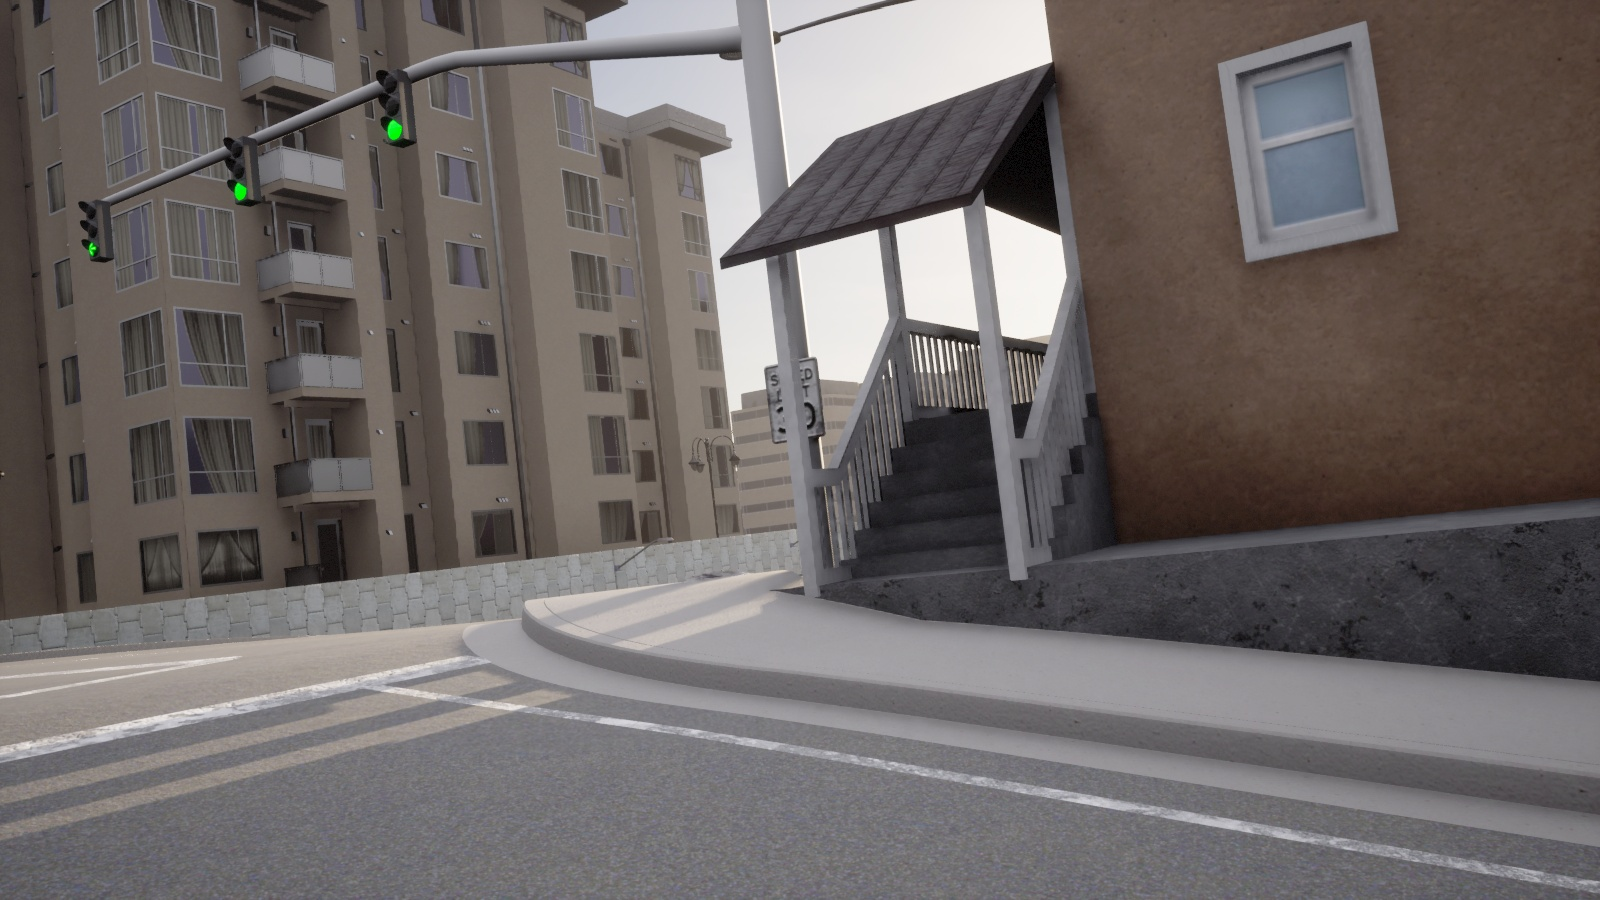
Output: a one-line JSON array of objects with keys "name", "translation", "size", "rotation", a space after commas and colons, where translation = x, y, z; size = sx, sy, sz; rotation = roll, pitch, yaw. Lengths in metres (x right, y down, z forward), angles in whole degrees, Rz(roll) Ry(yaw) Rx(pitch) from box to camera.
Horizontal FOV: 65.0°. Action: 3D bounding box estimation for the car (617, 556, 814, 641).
[{"name": "car", "translation": [-1.939, 3.655, 30.168], "size": [2.128, 1.511, 4.902], "rotation": [-10, -15, 33]}]
